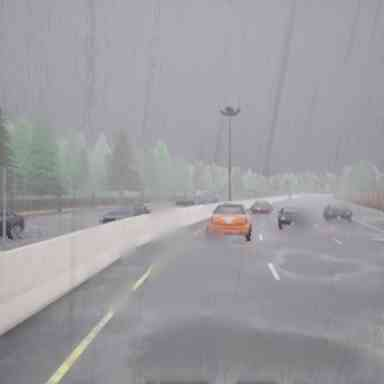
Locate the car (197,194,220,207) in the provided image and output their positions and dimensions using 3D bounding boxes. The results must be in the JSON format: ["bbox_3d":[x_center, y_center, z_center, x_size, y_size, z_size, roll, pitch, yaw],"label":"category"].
[{"bbox_3d":[2.718,1.292,53.787,2.150,2.045,5.566,0,0,21],"label":"car"}]

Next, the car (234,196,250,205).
[{"bbox_3d":[9.139,1.582,60.967,1.882,1.535,5.008,0,0,21],"label":"car"}]

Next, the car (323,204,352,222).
[{"bbox_3d":[11.966,1.681,27.578,1.895,1.301,4.718,0,0,19],"label":"car"}]

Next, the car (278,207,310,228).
[{"bbox_3d":[6.753,1.654,22.380,1.895,1.301,4.718,0,0,15],"label":"car"}]

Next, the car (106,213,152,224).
[{"bbox_3d":[-4.261,1.555,22.497,2.033,1.411,5.357,0,0,14],"label":"car"}]

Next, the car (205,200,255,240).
[{"bbox_3d":[2.091,1.380,17.531,2.097,1.767,4.553,0,0,11],"label":"car"}]

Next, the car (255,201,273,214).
[{"bbox_3d":[7.531,1.635,35.917,1.994,1.385,4.181,0,0,20],"label":"car"}]
